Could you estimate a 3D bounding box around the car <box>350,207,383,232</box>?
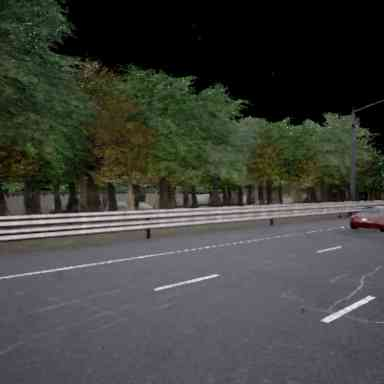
[{"bbox_3d":[11.498,1.595,20.561,4.181,1.385,1.994,0,0,-41],"label":"car"}]
